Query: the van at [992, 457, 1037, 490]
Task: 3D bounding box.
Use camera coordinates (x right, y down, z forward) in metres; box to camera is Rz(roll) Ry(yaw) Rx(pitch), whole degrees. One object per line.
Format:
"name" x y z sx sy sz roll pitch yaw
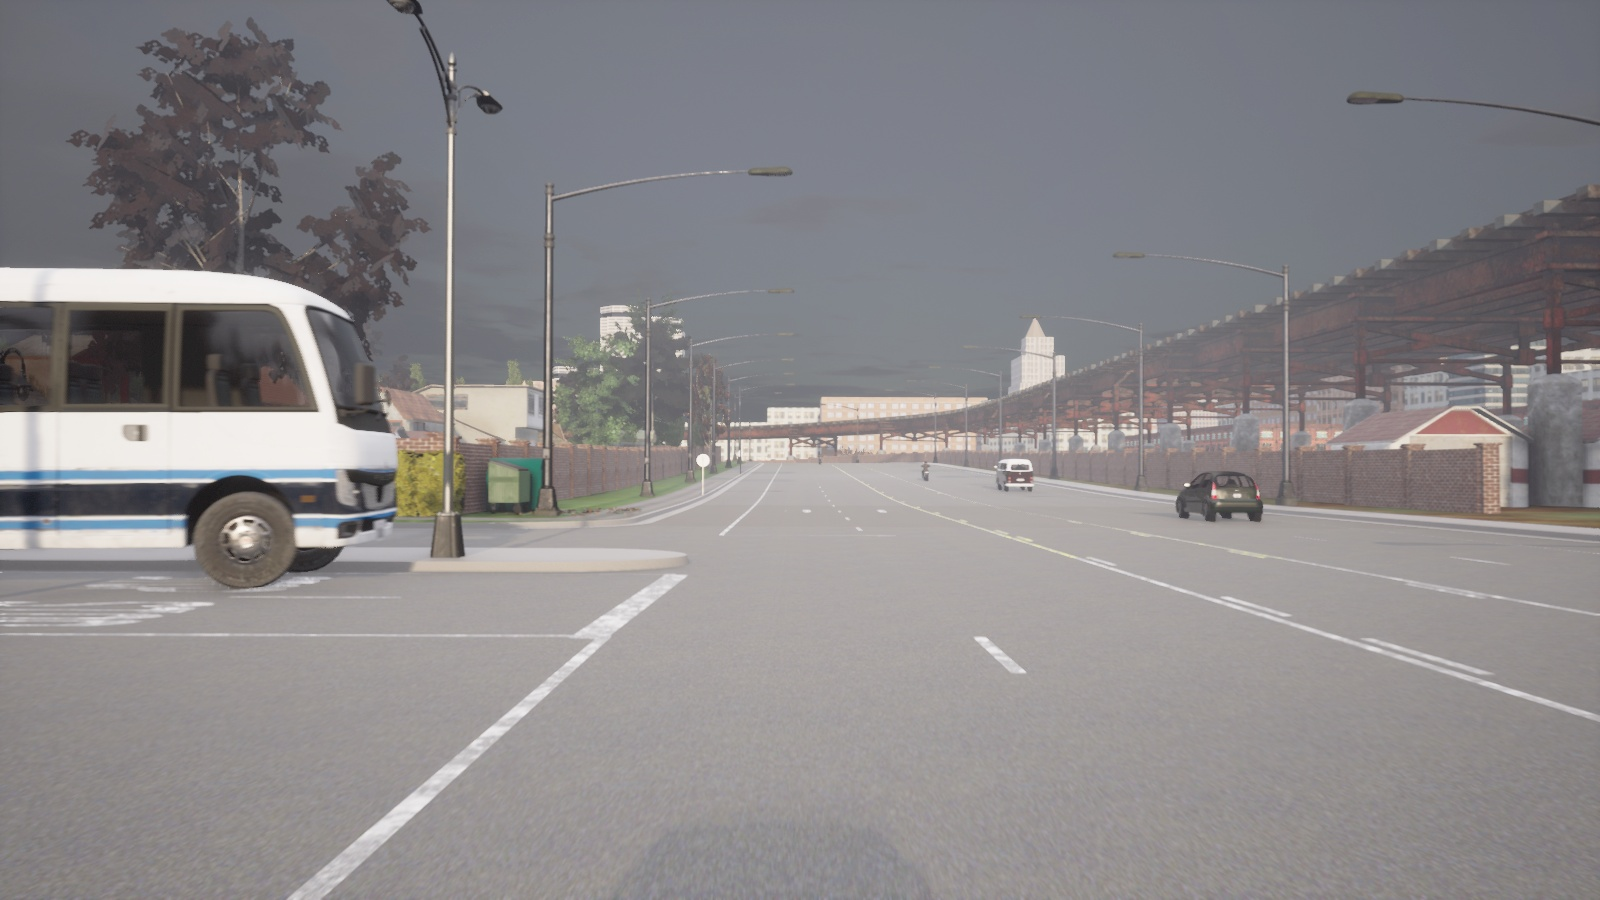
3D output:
"van" 13.647 1.471 80.092 2.069 2.038 4.480 0 0 0

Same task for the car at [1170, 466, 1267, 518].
"car" 13.814 1.356 41.707 1.851 1.617 3.988 0 -1 0

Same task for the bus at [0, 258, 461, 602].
"bus" -10.287 -0.229 17.443 10.273 4.253 3.944 -1 0 -7
